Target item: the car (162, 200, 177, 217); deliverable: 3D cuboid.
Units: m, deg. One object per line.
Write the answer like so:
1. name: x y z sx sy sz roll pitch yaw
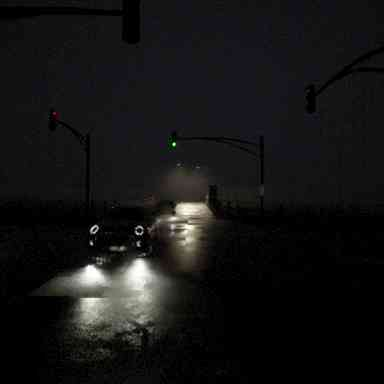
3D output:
1. car: -2.464 1.497 31.914 1.882 1.535 5.008 0 0 1

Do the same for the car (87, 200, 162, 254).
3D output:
1. car: -2.608 1.325 13.467 2.097 1.767 4.553 1 0 0
